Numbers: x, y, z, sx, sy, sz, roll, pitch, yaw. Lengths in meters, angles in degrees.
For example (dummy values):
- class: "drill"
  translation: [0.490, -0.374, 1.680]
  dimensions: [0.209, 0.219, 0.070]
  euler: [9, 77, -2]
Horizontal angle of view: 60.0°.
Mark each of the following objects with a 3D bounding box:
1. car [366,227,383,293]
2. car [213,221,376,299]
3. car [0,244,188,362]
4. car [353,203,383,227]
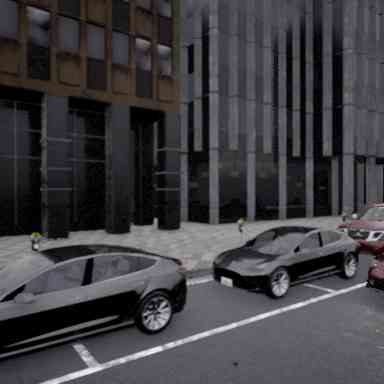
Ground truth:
- class: "car"
  translation: [5.779, 1.565, 7.498]
  dimensions: [4.181, 1.385, 1.994]
  euler: [0, 0, -35]
- class: "car"
  translation: [2.528, 1.567, 8.453]
  dimensions: [4.313, 1.339, 1.947]
  euler: [0, 0, -35]
- class: "car"
  translation: [-2.062, 1.566, 5.180]
  dimensions: [4.313, 1.339, 1.947]
  euler: [0, 0, -35]
- class: "car"
  translation: [7.117, 1.316, 11.726]
  dimensions: [5.009, 1.841, 2.192]
  euler: [0, 0, -35]
